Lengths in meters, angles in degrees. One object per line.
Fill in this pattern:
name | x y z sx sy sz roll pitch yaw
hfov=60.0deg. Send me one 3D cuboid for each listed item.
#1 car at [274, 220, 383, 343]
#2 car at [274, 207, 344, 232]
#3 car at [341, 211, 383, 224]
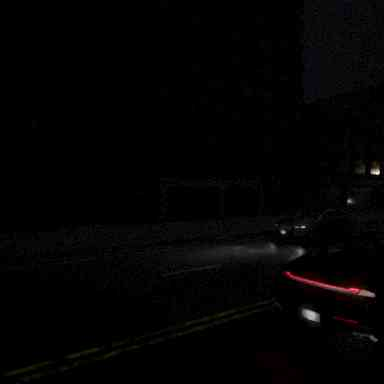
car | 3.615 1.488 6.015 4.902 1.511 2.128 0 0 -36
car | 5.975 1.484 15.931 4.902 1.511 2.128 0 0 -36
car | 8.808 1.539 13.962 5.357 1.411 2.033 0 0 -35
